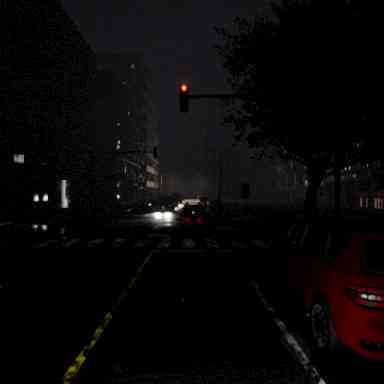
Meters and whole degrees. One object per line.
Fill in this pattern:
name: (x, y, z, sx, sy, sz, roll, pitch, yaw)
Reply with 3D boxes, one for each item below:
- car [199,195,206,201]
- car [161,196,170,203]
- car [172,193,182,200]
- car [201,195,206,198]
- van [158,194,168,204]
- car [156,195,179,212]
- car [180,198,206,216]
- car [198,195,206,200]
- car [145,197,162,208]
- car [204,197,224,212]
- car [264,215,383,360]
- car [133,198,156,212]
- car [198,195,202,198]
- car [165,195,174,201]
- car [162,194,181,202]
car: (2.718, 1.555, 88.105, 1.887, 1.381, 4.507, 0, 0, 0)
car: (-5.667, 1.579, 71.509, 1.802, 1.307, 4.206, 0, 0, 0)
car: (-3.021, 1.212, 63.794, 2.150, 2.045, 5.566, 0, 0, 1)
car: (2.706, 1.511, 49.546, 1.752, 1.417, 4.829, 0, 0, 0)
van: (-5.669, 1.335, 65.977, 1.690, 1.788, 3.998, 0, 0, 0)
car: (-3.081, 1.475, 39.209, 2.128, 1.511, 4.902, 0, 0, 2)
car: (0.111, 1.584, 32.745, 1.895, 1.301, 4.718, 0, 0, 0)
car: (2.719, 1.567, 93.637, 2.008, 1.369, 4.403, 0, 0, 0)
car: (-5.674, 1.536, 49.379, 2.008, 1.369, 4.403, 0, 0, 0)
car: (2.703, 1.528, 38.310, 1.887, 1.381, 4.507, 0, 0, 0)
car: (2.695, 1.311, 5.922, 2.192, 1.841, 5.009, 0, 0, 0)
car: (-5.677, 1.534, 38.313, 2.008, 1.369, 4.403, 0, 0, 0)
car: (2.711, 1.575, 65.973, 1.802, 1.307, 4.206, 0, 0, 0)
car: (-5.664, 1.445, 82.575, 1.967, 1.590, 4.097, 0, 0, 0)
car: (-3.071, 1.463, 49.430, 1.882, 1.535, 5.008, 0, 0, 0)
